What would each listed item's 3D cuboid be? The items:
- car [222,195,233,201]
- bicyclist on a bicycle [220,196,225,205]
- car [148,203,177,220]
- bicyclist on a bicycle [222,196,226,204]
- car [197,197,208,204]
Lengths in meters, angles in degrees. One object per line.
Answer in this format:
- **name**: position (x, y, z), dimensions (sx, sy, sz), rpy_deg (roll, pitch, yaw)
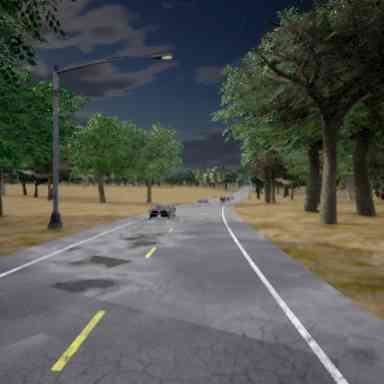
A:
- **car**: position (8.846, 1.687, 87.742), dimensions (2.128, 1.511, 4.902), rpy_deg (0, 0, 11)
- **bicyclist on a bicycle**: position (5.446, 1.591, 61.784), dimensions (0.659, 1.776, 1.843), rpy_deg (0, 0, 8)
- **car**: position (-2.537, 1.663, 29.264), dimensions (1.895, 1.301, 4.718), rpy_deg (0, 0, 4)
- **bicyclist on a bicycle**: position (6.774, 1.706, 70.489), dimensions (0.582, 1.620, 1.656), rpy_deg (0, -1, 9)
- **car**: position (2.221, 1.779, 70.310), dimensions (1.994, 1.385, 4.181), rpy_deg (0, 0, 9)
